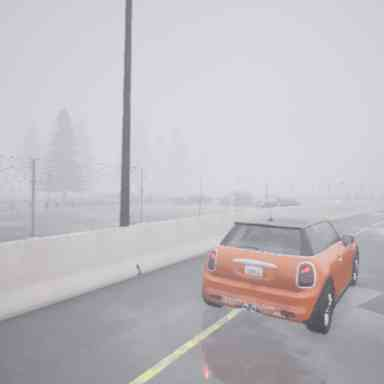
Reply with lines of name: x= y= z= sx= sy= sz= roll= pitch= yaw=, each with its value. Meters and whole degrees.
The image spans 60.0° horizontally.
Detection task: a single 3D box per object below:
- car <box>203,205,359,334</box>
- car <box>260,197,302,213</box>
car: x=2.136 y=1.246 z=6.995 sx=2.097 sy=1.767 sz=4.553 roll=2 pitch=1 yaw=33
car: x=8.314 y=1.151 z=30.880 sx=1.895 sy=1.301 sz=4.718 roll=2 pitch=2 yaw=40
